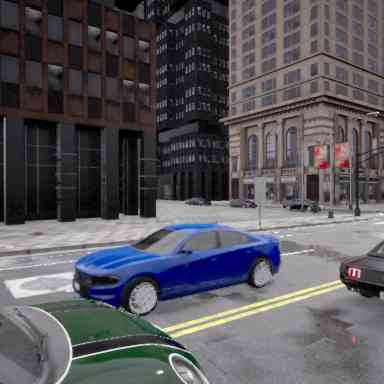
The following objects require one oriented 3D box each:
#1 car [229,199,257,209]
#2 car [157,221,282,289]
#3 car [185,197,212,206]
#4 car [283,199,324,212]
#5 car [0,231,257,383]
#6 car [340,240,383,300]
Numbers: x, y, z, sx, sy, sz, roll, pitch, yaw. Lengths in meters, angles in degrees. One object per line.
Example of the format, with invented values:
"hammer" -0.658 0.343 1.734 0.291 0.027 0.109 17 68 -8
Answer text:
"car" 7.050 1.601 46.215 1.994 1.385 4.181 0 0 -36
"car" -0.091 1.477 7.612 5.008 1.535 1.882 0 0 -36
"car" 0.986 1.597 54.809 2.033 1.411 5.357 0 0 -36
"car" 12.717 1.517 38.213 2.128 1.511 4.902 0 0 -35
"car" -1.997 1.352 2.014 4.553 1.767 2.097 0 0 -35
"car" 5.347 1.601 7.255 4.718 1.301 1.895 0 0 -35
